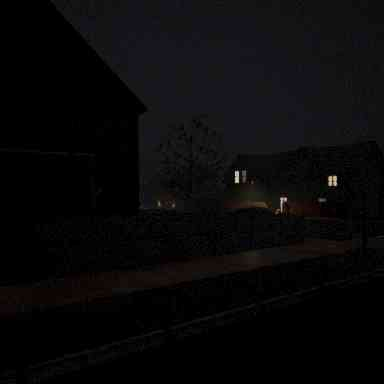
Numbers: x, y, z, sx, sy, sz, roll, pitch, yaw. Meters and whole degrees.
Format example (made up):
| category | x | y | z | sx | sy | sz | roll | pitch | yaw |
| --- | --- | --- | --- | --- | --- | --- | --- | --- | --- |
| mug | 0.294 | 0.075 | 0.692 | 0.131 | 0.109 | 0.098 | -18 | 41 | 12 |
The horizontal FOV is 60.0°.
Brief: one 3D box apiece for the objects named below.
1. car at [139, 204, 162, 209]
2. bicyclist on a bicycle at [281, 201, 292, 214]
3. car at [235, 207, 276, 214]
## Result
| category | x | y | z | sx | sy | sz | roll | pitch | yaw |
| --- | --- | --- | --- | --- | --- | --- | --- | --- | --- |
| car | -4.274 | 2.389 | 38.603 | 1.895 | 1.301 | 4.718 | -1 | -1 | -35 |
| bicyclist on a bicycle | 8.681 | 1.667 | 30.491 | 1.656 | 1.620 | 0.582 | -1 | 0 | -36 |
| car | 5.081 | 1.910 | 25.470 | 1.837 | 1.490 | 4.892 | -1 | -1 | -36 |
